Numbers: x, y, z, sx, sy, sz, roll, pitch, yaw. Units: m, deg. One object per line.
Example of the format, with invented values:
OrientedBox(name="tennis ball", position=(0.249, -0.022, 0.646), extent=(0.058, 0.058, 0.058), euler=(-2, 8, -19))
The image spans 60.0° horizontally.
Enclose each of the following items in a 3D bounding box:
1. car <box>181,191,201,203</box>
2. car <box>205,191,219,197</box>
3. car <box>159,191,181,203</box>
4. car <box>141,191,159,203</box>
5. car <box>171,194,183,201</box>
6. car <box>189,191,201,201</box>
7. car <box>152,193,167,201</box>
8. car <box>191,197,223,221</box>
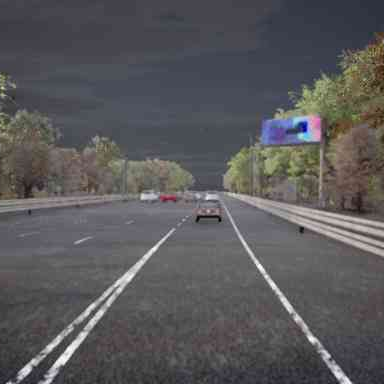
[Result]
OrientedBox(name="car", position=(-0.132, 1.055, 55.462), extent=(2.128, 1.511, 4.902), euler=(0, 0, 4))
OrientedBox(name="car", position=(3.359, 0.793, 55.241), extent=(2.150, 2.045, 5.566), euler=(0, 0, 4))
OrientedBox(name="car", position=(-3.622, 0.776, 55.741), extent=(2.150, 2.045, 5.566), euler=(0, 0, 4))
OrientedBox(name="car", position=(-7.113, 0.768, 55.991), extent=(2.150, 2.045, 5.566), euler=(0, 0, 4))
OrientedBox(name="car", position=(-2.878, 1.095, 66.139), extent=(1.895, 1.301, 4.718), euler=(0, 0, 4))
OrientedBox(name="car", position=(0.613, 0.738, 65.886), extent=(2.150, 2.045, 5.566), euler=(0, 0, 4))
OrientedBox(name="car", position=(-6.372, 0.968, 66.358), extent=(2.128, 1.511, 4.902), euler=(0, 0, 4))
OrientedBox(name="car", position=(1.295, 1.353, 24.941), extent=(2.033, 1.411, 5.357), euler=(0, 0, 4))
